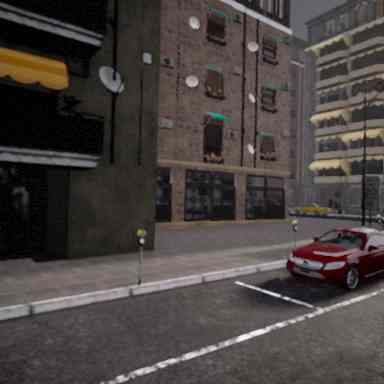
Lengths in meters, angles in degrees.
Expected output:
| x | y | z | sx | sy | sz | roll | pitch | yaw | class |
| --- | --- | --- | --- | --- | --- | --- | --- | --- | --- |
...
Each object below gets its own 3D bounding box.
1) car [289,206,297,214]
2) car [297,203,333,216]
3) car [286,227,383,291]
| x | y | z | sx | sy | sz | roll | pitch | yaw | class |
| --- | --- | --- | --- | --- | --- | --- | --- | --- | --- |
| 8.020 | 1.573 | 35.128 | 2.192 | 1.841 | 5.009 | 2 | -1 | -35 | car |
| 14.340 | 2.025 | 39.823 | 1.752 | 1.417 | 4.829 | 2 | -1 | -35 | car |
| 4.441 | 1.669 | 9.247 | 4.206 | 1.307 | 1.802 | 1 | 1 | -35 | car |
